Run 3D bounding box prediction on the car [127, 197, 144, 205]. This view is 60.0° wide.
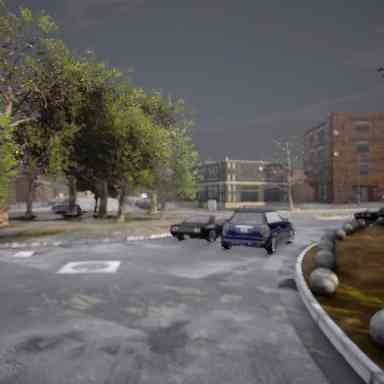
[{"bbox_3d":[-12.949,2.605,82.084,4.792,1.488,2.163,0,-1,-15],"label":"car"}]

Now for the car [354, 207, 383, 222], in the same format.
[{"bbox_3d":[16.040,1.884,27.716,4.718,1.301,1.895,-1,-1,-18],"label":"car"}]

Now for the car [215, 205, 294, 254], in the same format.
[{"bbox_3d":[3.047,1.525,14.704,2.097,1.767,4.553,0,-1,29],"label":"car"}]

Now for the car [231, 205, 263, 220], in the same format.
[{"bbox_3d":[5.712,2.061,34.935,1.994,1.385,4.181,0,-1,-10],"label":"car"}]

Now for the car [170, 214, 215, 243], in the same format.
[{"bbox_3d":[0.902,1.817,17.401,1.895,1.301,4.718,-1,-1,31],"label":"car"}]

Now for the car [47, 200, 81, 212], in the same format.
[{"bbox_3d":[-18.893,2.296,49.832,4.181,1.385,1.994,0,-1,-14],"label":"car"}]

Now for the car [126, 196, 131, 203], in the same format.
[{"bbox_3d":[-14.307,2.493,87.348,4.553,1.767,2.185,0,0,-15],"label":"car"}]

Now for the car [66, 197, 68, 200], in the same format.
[{"bbox_3d":[-33.580,2.516,81.266,5.008,1.535,2.097,0,0,-15],"label":"car"}]

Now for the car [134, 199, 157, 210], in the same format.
[{"bbox_3d":[-7.644,2.342,56.711,1.837,1.490,4.892,-1,0,-35],"label":"car"}]

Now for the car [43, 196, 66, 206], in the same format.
[{"bbox_3d":[-32.822,2.372,78.610,4.553,1.767,2.185,0,0,-15],"label":"car"}]
